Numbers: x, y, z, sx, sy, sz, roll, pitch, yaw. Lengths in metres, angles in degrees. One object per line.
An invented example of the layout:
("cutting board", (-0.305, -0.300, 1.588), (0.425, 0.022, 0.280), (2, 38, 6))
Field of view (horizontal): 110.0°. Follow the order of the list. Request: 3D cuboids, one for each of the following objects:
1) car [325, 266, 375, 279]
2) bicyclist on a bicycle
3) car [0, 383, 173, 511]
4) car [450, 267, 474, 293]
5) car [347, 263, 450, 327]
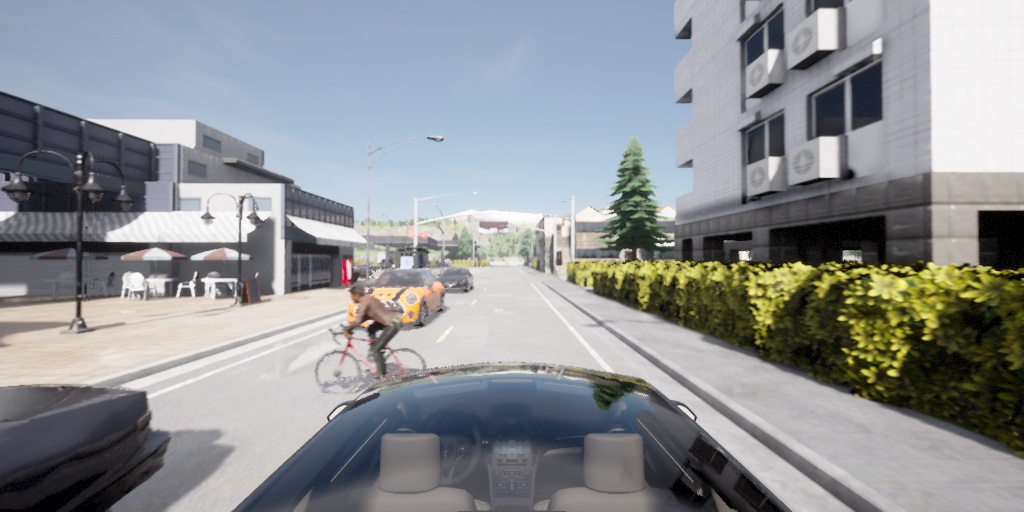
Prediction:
("car", (-18.935, 1.903, 42.112), (4.902, 1.511, 2.128), (0, -1, 0))
("bicyclist on a bicycle", (-2.089, 1.246, 5.270), (1.656, 1.620, 0.582), (-2, -1, 0))
("car", (-3.590, 1.282, 0.375), (2.033, 1.411, 5.357), (0, -1, 0))
("car", (-3.574, 1.513, 23.263), (1.837, 1.490, 4.892), (0, -1, 0))
("car", (-3.625, 1.226, 11.998), (2.097, 1.767, 4.553), (0, -1, 0))
